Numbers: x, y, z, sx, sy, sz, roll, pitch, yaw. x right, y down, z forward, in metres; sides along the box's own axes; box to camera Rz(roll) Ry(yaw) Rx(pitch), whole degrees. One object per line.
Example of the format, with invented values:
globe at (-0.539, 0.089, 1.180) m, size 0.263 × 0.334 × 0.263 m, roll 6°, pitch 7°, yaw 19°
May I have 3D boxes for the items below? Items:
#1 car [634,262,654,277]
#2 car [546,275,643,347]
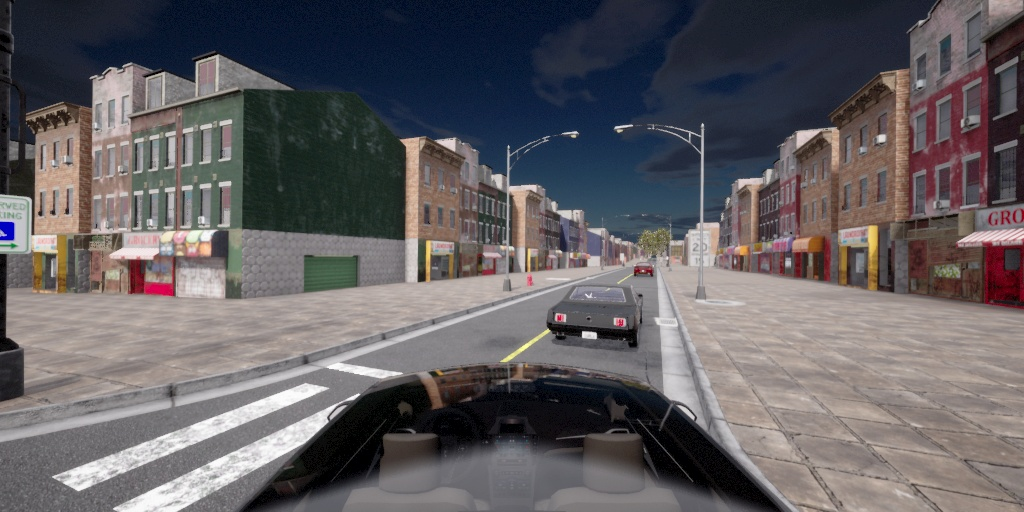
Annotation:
car at (14.301, 1.393, 38.841) m, size 1.882 × 1.535 × 5.008 m, roll 1°, pitch 0°, yaw 22°
car at (2.431, 1.345, 9.442) m, size 1.895 × 1.301 × 4.718 m, roll 1°, pitch 0°, yaw 22°
